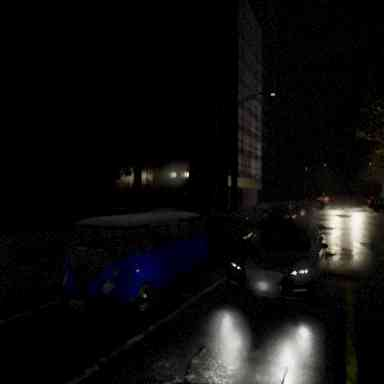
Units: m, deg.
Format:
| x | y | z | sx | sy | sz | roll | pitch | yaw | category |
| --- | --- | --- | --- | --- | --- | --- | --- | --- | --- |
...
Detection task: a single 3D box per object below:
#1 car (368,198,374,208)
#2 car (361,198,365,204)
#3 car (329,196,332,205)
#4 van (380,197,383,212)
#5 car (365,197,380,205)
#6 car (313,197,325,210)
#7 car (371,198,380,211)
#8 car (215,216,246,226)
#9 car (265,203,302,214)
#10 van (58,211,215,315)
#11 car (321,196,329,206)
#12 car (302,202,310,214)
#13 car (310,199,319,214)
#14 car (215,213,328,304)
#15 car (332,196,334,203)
| x | y | z | sx | sy | sz | roll | pitch | yaw | category |
| --- | --- | --- | --- | --- | --- | --- | --- | --- | --- |
| 28.050 | 1.936 | 49.903 | 1.947 | 1.339 | 4.313 | 0 | -1 | 25 | car |
| 37.551 | 2.128 | 70.362 | 1.947 | 1.339 | 4.313 | 0 | -1 | 25 | car |
| 25.073 | 1.773 | 63.733 | 2.192 | 1.841 | 5.009 | 0 | -1 | 25 | car |
| 20.927 | 1.587 | 34.560 | 1.690 | 1.788 | 3.998 | 0 | 0 | 25 | van |
| 30.426 | 1.733 | 55.020 | 2.192 | 1.841 | 5.009 | 0 | -1 | 25 | car |
| 17.876 | 1.840 | 48.235 | 1.752 | 1.417 | 4.829 | 0 | 0 | 25 | car |
| 25.675 | 1.906 | 44.789 | 1.802 | 1.307 | 4.206 | 0 | -1 | 25 | car |
| 1.324 | 1.625 | 12.589 | 1.947 | 1.339 | 4.313 | 0 | 0 | 25 | car |
| 6.074 | 1.569 | 22.819 | 1.967 | 1.590 | 4.097 | 0 | 0 | 25 | car |
| -1.050 | 1.369 | 7.475 | 1.690 | 1.788 | 3.998 | 0 | 0 | 25 | van |
| 20.322 | 1.677 | 53.504 | 2.192 | 1.841 | 5.009 | 0 | -1 | 25 | car |
| 8.448 | 1.710 | 27.932 | 1.887 | 1.381 | 4.507 | 0 | 0 | 25 | car |
| 13.199 | 1.820 | 38.161 | 1.802 | 1.307 | 4.206 | 0 | 0 | 25 | car |
| 2.387 | 1.535 | 8.533 | 2.128 | 1.511 | 4.902 | 0 | 0 | 25 | car |
| 29.822 | 1.869 | 73.961 | 2.192 | 1.841 | 5.009 | 0 | -1 | 25 | car |
